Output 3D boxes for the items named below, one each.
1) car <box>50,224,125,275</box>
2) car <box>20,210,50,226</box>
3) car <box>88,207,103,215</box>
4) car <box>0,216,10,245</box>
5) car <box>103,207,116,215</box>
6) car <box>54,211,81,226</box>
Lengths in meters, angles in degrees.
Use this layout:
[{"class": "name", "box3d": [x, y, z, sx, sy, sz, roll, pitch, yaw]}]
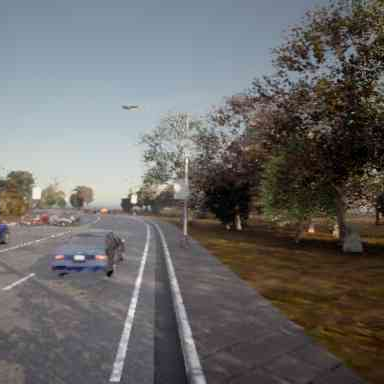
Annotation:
[{"class": "car", "box3d": [-3.641, 2.128, 12.433, 2.033, 1.411, 5.357, 2, -3, -6]}, {"class": "car", "box3d": [-17.385, 2.812, 37.073, 2.097, 1.767, 4.553, 2, -3, -8]}, {"class": "car", "box3d": [-24.489, 4.955, 85.096, 1.837, 1.490, 4.892, 3, -3, -26]}, {"class": "car", "box3d": [-11.323, 2.002, 17.227, 2.097, 1.767, 4.553, 2, -3, -6]}, {"class": "car", "box3d": [-20.888, 5.076, 85.677, 1.837, 1.490, 4.892, 3, -3, -26]}, {"class": "car", "box3d": [-13.890, 2.906, 37.350, 2.097, 1.767, 4.553, 2, -3, -8]}]
